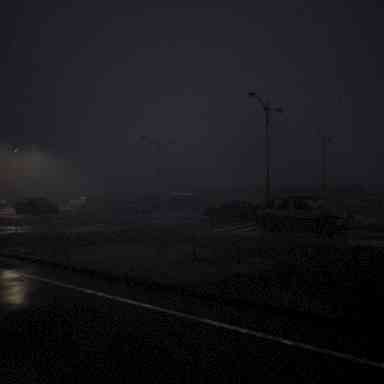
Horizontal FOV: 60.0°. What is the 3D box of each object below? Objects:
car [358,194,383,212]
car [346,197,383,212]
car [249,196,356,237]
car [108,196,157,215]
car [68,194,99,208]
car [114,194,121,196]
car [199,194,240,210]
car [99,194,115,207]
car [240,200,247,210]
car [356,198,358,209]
[{"bbox_3d":[18.255,1.157,35.643,3.866,1.878,1.905,0,0,34],"label":"car"},{"bbox_3d":[19.894,1.396,38.030,3.806,1.475,1.970,0,0,34],"label":"car"},{"bbox_3d":[5.565,1.154,17.042,4.605,1.855,1.932,0,0,34],"label":"car"},{"bbox_3d":[-5.674,1.399,31.473,3.806,1.475,1.970,0,0,34],"label":"car"},{"bbox_3d":[-14.909,1.402,44.741,3.806,1.475,1.970,0,0,34],"label":"car"},{"bbox_3d":[-11.810,1.160,49.380,4.605,1.855,1.932,0,0,34],"label":"car"},{"bbox_3d":[3.763,1.157,45.489,4.605,1.855,1.932,0,0,34],"label":"car"},{"bbox_3d":[-13.279,1.370,47.134,3.905,1.438,1.784,0,0,34],"label":"car"},{"bbox_3d":[5.447,1.368,47.847,3.905,1.438,1.784,0,0,34],"label":"car"},{"bbox_3d":[7.239,1.157,19.404,3.866,1.878,1.905,0,0,34],"label":"car"}]
